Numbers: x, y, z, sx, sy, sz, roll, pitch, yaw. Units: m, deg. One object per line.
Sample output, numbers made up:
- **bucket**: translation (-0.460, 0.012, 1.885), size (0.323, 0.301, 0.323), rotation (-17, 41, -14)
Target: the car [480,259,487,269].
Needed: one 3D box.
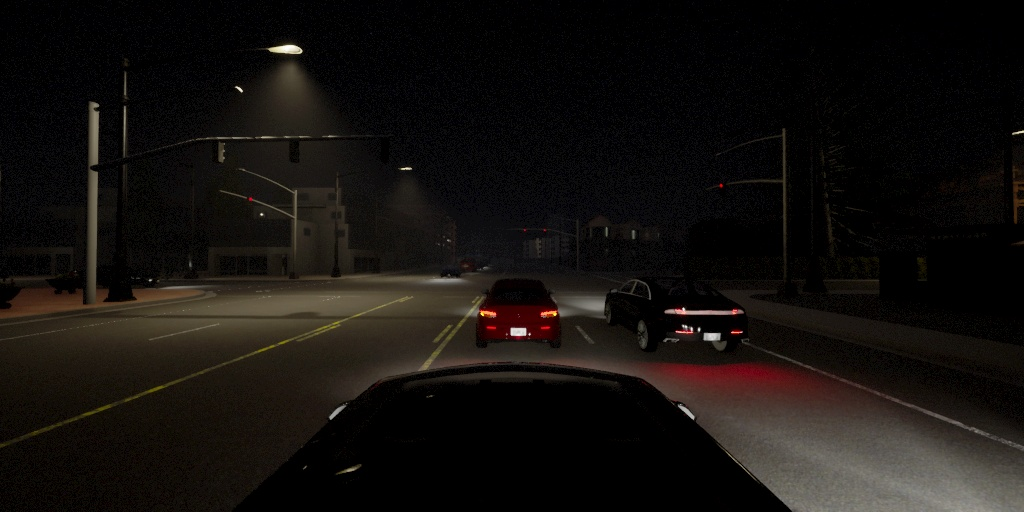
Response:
- **car**: translation (-6.252, 1.643, 65.018), size (2.033, 1.411, 5.357), rotation (0, 1, 1)

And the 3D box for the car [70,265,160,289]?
- **car**: translation (-25.857, 1.332, 23.292), size (4.892, 1.490, 1.837), rotation (0, -1, 1)

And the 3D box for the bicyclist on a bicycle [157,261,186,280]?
- **bicyclist on a bicycle**: translation (-29.288, 1.231, 31.026), size (1.656, 1.620, 0.582), rotation (1, -1, -22)

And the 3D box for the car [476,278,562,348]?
- **car**: translation (0.165, 1.288, 9.140), size (1.812, 1.442, 4.674), rotation (0, 0, 1)

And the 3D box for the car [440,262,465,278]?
- **car**: translation (-6.340, 1.615, 37.567), size (1.895, 1.301, 4.718), rotation (0, -1, -3)

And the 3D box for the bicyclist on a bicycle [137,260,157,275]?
- **bicyclist on a bicycle**: translation (-31.202, 1.147, 31.253), size (1.656, 1.620, 0.582), rotation (22, 6, -25)

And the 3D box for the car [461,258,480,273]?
- **car**: translation (-6.447, 1.356, 52.955), size (2.150, 2.045, 5.566), rotation (0, 0, 1)

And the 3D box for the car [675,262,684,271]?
- **car**: translation (28.228, 1.789, 58.518), size (4.902, 1.511, 2.128), rotation (1, -1, -44)

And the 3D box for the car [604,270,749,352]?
- **car**: translation (3.655, 1.250, 8.895), size (2.128, 1.511, 4.902), rotation (0, 0, 1)
